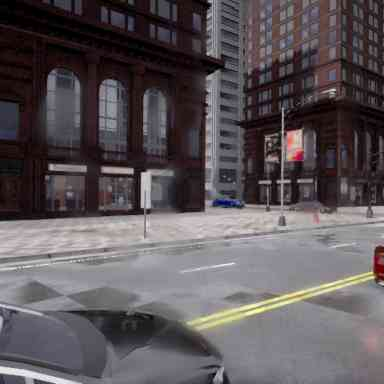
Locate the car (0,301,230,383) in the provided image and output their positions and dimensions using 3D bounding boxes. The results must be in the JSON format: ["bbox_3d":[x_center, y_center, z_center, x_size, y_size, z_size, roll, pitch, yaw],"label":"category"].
[{"bbox_3d":[-1.888,1.492,2.097,4.902,1.511,2.128,0,0,-35],"label":"car"}]

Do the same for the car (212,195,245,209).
[{"bbox_3d":[5.278,1.466,48.605,2.150,2.045,5.566,1,-1,-35],"label":"car"}]

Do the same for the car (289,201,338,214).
[{"bbox_3d":[13.421,1.726,37.136,2.033,1.411,5.357,1,-1,-35],"label":"car"}]

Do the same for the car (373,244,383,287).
[{"bbox_3d":[6.285,1.489,7.913,5.008,1.535,1.882,0,0,-35],"label":"car"}]
